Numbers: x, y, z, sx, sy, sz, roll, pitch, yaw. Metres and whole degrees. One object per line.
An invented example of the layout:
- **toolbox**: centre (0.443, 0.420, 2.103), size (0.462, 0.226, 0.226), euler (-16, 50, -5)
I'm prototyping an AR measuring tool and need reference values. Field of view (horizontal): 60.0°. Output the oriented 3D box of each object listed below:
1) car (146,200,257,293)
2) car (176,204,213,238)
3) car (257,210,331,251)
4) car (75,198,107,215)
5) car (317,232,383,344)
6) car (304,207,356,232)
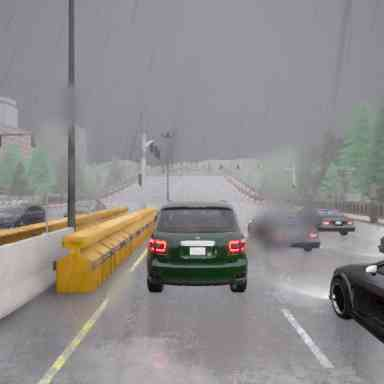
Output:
- **car**: centre (0.110, 1.223, 9.028), size (2.150, 2.045, 5.566), euler (0, 0, 0)
- **car**: centre (0.119, 1.508, 18.879), size (1.837, 1.490, 4.892), euler (0, 0, 0)
- **car**: centre (3.615, 1.549, 13.988), size (2.033, 1.411, 5.357), euler (0, 0, 0)
- **car**: centre (-6.978, 1.142, 22.208), size (1.812, 1.442, 4.674), euler (0, 0, 0)
- **car**: centre (3.608, 1.565, 4.713), size (1.994, 1.385, 4.181), euler (0, 0, 0)
- **car**: centre (7.116, 1.550, 18.652), size (2.033, 1.411, 5.357), euler (0, 0, 0)
